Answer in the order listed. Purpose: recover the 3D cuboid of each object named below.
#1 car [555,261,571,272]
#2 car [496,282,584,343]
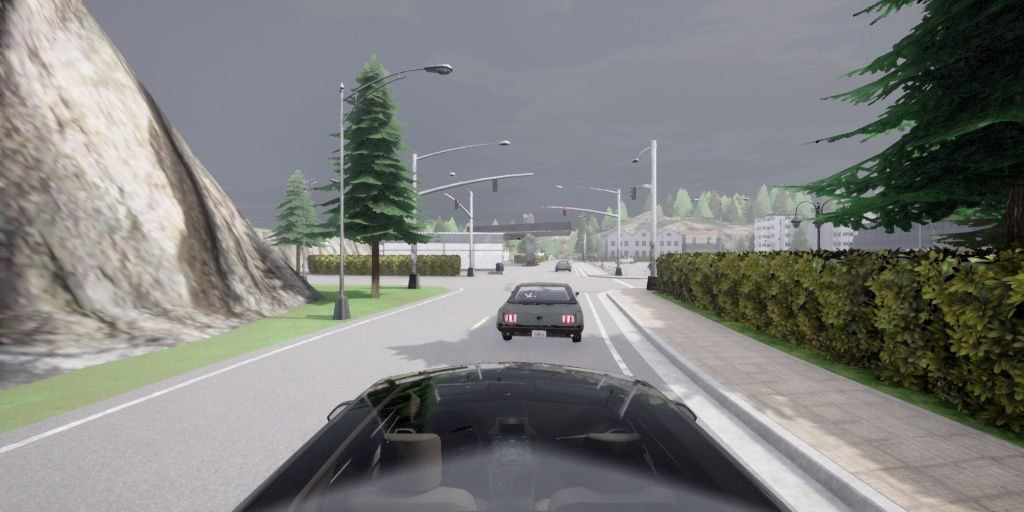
[{"bbox_3d":[6.565,1.314,45.823,1.994,1.385,4.181,0,0,9],"label":"car"},{"bbox_3d":[0.882,1.351,9.751,1.895,1.301,4.718,0,0,8],"label":"car"}]
